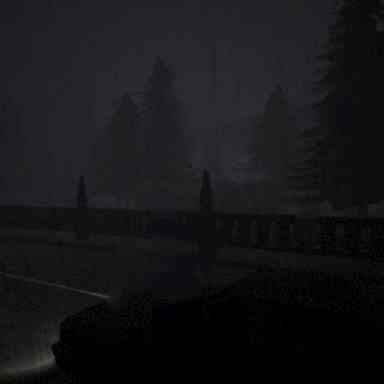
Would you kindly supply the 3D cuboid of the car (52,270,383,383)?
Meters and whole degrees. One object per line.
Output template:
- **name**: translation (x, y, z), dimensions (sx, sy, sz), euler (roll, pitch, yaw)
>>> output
- **car**: translation (0.987, 1.539, 3.164), dimensions (5.357, 1.411, 2.033), euler (0, 0, 34)
